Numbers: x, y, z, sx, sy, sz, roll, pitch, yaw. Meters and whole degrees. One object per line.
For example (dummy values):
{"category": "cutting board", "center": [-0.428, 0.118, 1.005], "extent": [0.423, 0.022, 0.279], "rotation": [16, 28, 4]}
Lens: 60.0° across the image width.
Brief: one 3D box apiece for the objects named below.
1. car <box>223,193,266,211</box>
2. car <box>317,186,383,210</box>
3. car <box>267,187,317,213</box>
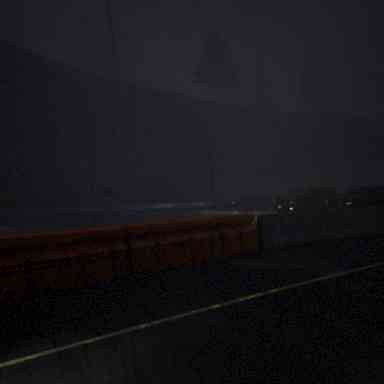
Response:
{"category": "car", "center": [5.284, 0.881, 31.215], "extent": [5.008, 1.535, 1.882], "rotation": [-2, 1, -27]}
{"category": "car", "center": [11.589, 0.632, 22.678], "extent": [5.566, 2.045, 2.150], "rotation": [-2, 1, -26]}
{"category": "car", "center": [8.760, 0.650, 25.169], "extent": [5.566, 2.045, 2.150], "rotation": [-2, 1, -27]}
